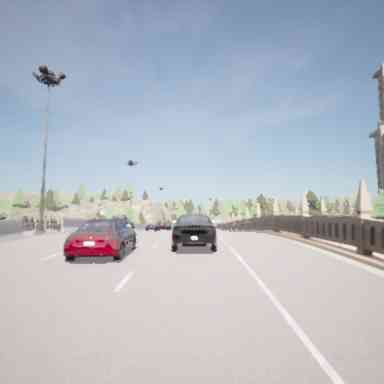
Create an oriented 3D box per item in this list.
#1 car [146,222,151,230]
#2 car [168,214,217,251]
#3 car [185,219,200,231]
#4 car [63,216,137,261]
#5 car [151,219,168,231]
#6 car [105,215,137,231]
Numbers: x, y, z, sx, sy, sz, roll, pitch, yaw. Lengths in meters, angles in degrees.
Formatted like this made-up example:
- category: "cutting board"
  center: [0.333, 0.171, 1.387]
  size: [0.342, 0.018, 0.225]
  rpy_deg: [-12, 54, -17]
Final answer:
- category: "car"
  center: [-6.942, 6.062, 58.821]
  size: [1.994, 1.385, 4.181]
  rpy_deg: [0, -6, 0]
- category: "car"
  center: [0.091, 1.759, 15.544]
  size: [1.882, 1.535, 5.008]
  rpy_deg: [0, -2, 0]
- category: "car"
  center: [0.068, 4.520, 45.379]
  size: [1.837, 1.490, 4.892]
  rpy_deg: [0, -6, 0]
- category: "car"
  center: [-3.408, 1.744, 13.022]
  size: [1.994, 1.385, 4.181]
  rpy_deg: [0, -2, 0]
- category: "car"
  center: [-3.430, 4.047, 40.697]
  size: [2.033, 1.411, 5.357]
  rpy_deg: [0, -6, 0]
- category: "car"
  center: [-6.924, 3.136, 33.017]
  size: [2.128, 1.511, 4.902]
  rpy_deg: [0, -6, 0]
